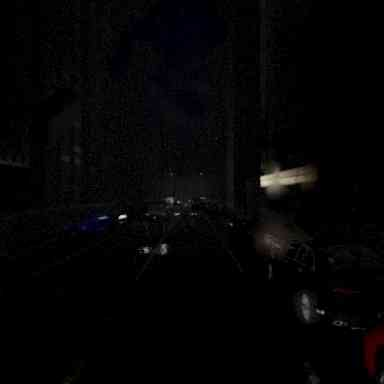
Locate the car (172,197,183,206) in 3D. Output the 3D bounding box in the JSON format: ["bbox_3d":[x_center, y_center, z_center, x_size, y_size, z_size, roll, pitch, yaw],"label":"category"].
[{"bbox_3d":[-2.979,2.361,71.192,1.994,1.385,4.181,0,-1,0],"label":"car"}]

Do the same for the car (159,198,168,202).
[{"bbox_3d":[-5.748,2.226,57.737,1.947,1.339,4.313,0,-1,0],"label":"car"}]

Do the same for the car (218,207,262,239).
[{"bbox_3d":[2.765,1.755,18.259,2.008,1.369,4.403,0,-1,0],"label":"car"}]

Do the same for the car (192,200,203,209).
[{"bbox_3d":[0.918,2.198,58.844,1.812,1.442,4.674,0,-1,0],"label":"car"}]

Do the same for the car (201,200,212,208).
[{"bbox_3d":[2.778,2.269,63.380,1.887,1.381,4.507,0,-1,0],"label":"car"}]

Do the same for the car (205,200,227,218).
[{"bbox_3d":[2.769,1.838,35.180,1.967,1.590,4.097,0,-1,0],"label":"car"}]

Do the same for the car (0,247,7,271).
[{"bbox_3d":[-5.763,1.602,6.804,1.752,1.417,4.829,0,-1,0],"label":"car"}]

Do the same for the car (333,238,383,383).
[{"bbox_3d":[2.759,1.331,1.341,2.192,1.841,5.009,0,-1,0],"label":"car"}]

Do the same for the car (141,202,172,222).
[{"bbox_3d":[-3.090,1.861,29.781,1.812,1.442,4.674,0,-1,0],"label":"car"}]

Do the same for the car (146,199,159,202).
[{"bbox_3d":[-5.755,1.779,40.819,2.192,1.841,5.009,0,-1,0],"label":"car"}]

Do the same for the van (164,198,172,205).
[{"bbox_3d":[-5.743,2.262,80.301,1.690,1.788,3.998,0,-1,0],"label":"van"}]

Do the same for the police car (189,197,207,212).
[{"bbox_3d":[0.858,1.983,48.946,1.930,1.638,5.238,0,-1,-1],"label":"police car"}]

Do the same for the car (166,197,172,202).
[{"bbox_3d":[-5.745,2.341,69.018,2.008,1.369,4.403,0,-1,0],"label":"car"}]

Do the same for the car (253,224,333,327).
[{"bbox_3d":[2.762,1.629,6.978,2.008,1.369,4.403,0,-1,0],"label":"car"}]

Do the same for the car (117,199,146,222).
[{"bbox_3d":[-5.758,1.648,29.538,2.192,1.841,5.009,0,-1,0],"label":"car"}]

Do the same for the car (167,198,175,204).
[{"bbox_3d":[-5.739,2.491,91.581,1.967,1.590,4.097,0,-1,0],"label":"car"}]

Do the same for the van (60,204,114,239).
[{"bbox_3d":[-5.761,1.546,18.257,1.690,1.788,3.998,0,-1,0],"label":"van"}]

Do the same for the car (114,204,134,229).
[{"bbox_3d":[-5.758,1.819,23.895,2.008,1.369,4.403,0,-1,0],"label":"car"}]

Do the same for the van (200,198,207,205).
[{"bbox_3d":[2.783,2.261,80.303,1.690,1.788,3.998,0,-1,0],"label":"van"}]

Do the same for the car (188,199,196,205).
[{"bbox_3d":[0.024,2.524,81.989,1.895,1.301,4.718,0,-1,0],"label":"car"}]

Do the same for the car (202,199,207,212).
[{"bbox_3d":[2.773,2.095,46.459,1.947,1.339,4.313,0,-1,0],"label":"car"}]

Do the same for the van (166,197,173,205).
[{"bbox_3d":[-5.741,2.327,85.941,1.690,1.788,3.998,0,-1,0],"label":"van"}]
